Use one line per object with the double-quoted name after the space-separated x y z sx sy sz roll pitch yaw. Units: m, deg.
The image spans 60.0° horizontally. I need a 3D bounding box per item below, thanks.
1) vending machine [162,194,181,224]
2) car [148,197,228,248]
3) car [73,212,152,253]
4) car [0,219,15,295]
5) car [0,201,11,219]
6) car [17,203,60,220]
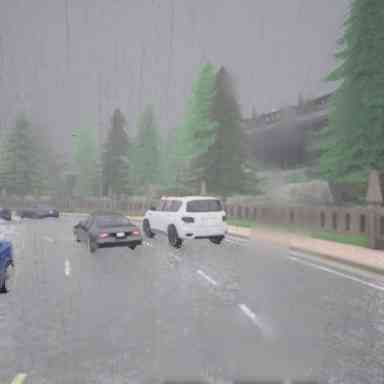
-1.489 1.210 24.243 1.100 2.100 0.880 -1 0 -39 "vending machine"
-0.495 1.226 15.185 2.150 2.045 5.566 0 0 -26 "car"
-3.735 1.586 14.125 2.033 1.411 5.357 -1 0 -28 "car"
-4.634 1.527 5.891 1.882 1.535 5.008 0 0 -16 "car"
-17.127 1.532 27.696 4.553 1.767 2.097 -1 0 33 "car"
-13.708 1.708 29.606 4.181 1.385 1.994 -1 0 34 "car"
